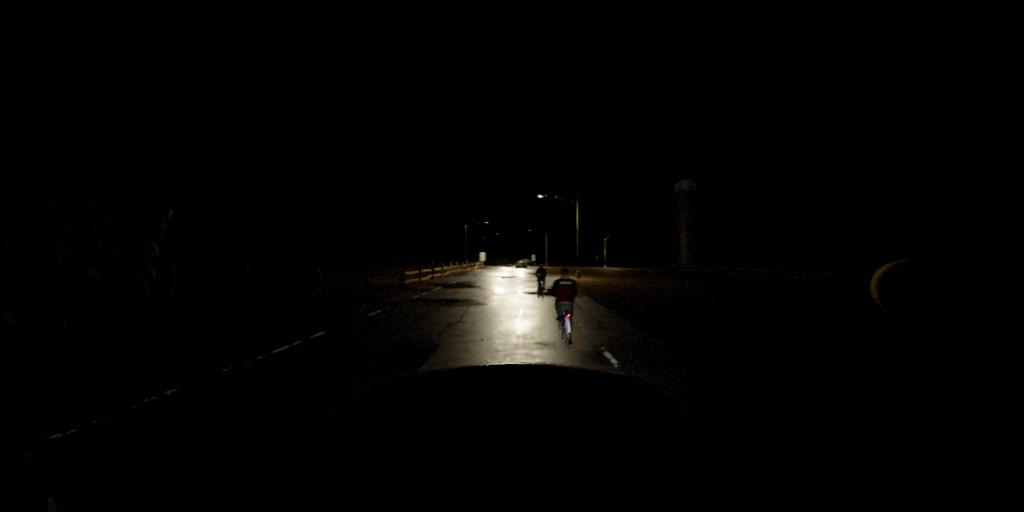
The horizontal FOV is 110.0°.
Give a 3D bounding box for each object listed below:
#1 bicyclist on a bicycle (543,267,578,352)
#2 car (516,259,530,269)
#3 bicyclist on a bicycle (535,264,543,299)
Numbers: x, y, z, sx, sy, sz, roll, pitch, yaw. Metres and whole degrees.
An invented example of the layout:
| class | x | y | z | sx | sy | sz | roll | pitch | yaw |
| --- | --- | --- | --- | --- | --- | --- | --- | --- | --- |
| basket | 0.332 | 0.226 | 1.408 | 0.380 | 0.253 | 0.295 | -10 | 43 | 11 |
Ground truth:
| class | x | y | z | sx | sy | sz | roll | pitch | yaw |
| --- | --- | --- | --- | --- | --- | --- | --- | --- | --- |
| bicyclist on a bicycle | 1.152 | 1.118 | 8.009 | 0.659 | 1.776 | 1.843 | 0 | 0 | 1 |
| car | 1.642 | 1.561 | 63.471 | 1.994 | 1.385 | 4.181 | 0 | 0 | 2 |
| bicyclist on a bicycle | 1.367 | 1.211 | 16.752 | 0.582 | 1.620 | 1.656 | 0 | 0 | 1 |
